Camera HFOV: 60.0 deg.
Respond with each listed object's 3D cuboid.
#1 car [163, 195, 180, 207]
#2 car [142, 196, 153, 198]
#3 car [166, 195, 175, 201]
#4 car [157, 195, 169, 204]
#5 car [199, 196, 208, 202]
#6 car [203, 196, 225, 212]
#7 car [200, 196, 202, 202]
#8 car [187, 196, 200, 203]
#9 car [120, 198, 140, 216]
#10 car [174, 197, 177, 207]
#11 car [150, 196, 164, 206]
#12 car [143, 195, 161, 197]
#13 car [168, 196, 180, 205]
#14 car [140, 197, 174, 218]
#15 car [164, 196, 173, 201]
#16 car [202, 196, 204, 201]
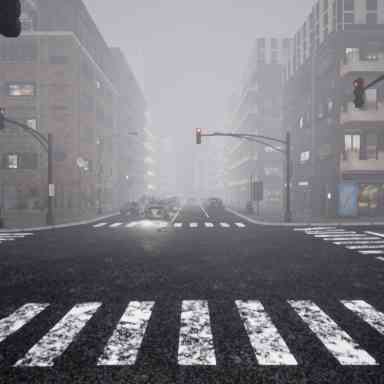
[{"bbox_3d":[-3.145,1.578,49.899,1.994,1.385,4.181,0,0,0],"label":"car"},{"bbox_3d":[-5.732,1.534,37.701,1.752,1.417,4.829,0,0,0],"label":"car"},{"bbox_3d":[-5.791,1.595,89.012,2.008,1.369,4.403,0,0,0],"label":"car"},{"bbox_3d":[-5.765,1.465,66.284,1.967,1.590,4.097,0,0,0],"label":"car"},{"bbox_3d":[2.602,1.585,77.659,2.008,1.369,4.403,0,0,0],"label":"car"},{"bbox_3d":[2.647,1.449,37.882,1.967,1.590,4.097,0,0,0],"label":"car"},{"bbox_3d":[2.629,1.599,54.930,1.802,1.307,4.206,0,0,0],"label":"car"},{"bbox_3d":[-0.036,1.539,70.608,2.128,1.511,4.902,0,0,0],"label":"car"},{"bbox_3d":[-5.726,1.572,32.188,1.947,1.339,4.313,0,0,0],"label":"car"},{"bbox_3d":[-3.144,1.610,39.921,1.895,1.301,4.718,0,0,0],"label":"car"},{"bbox_3d":[-5.752,1.457,54.918,1.967,1.590,4.097,0,0,0],"label":"car"},{"bbox_3d":[-5.739,1.326,43.553,2.192,1.841,5.009,0,0,0],"label":"car"},{"bbox_3d":[-3.113,1.498,59.909,1.882,1.535,5.008,0,0,0],"label":"car"},{"bbox_3d":[-3.126,1.497,30.622,2.128,1.511,4.902,0,0,1],"label":"car"},{"bbox_3d":[-5.785,1.590,83.330,2.008,1.369,4.403,0,0,0],"label":"car"},{"bbox_3d":[2.641,1.451,43.565,1.967,1.590,4.097,0,0,0],"label":"car"}]
